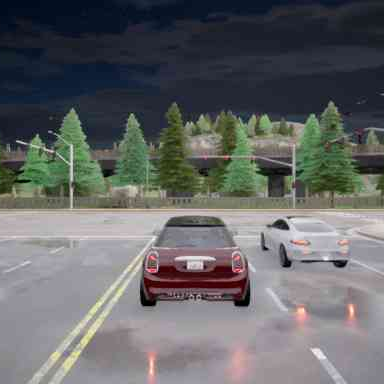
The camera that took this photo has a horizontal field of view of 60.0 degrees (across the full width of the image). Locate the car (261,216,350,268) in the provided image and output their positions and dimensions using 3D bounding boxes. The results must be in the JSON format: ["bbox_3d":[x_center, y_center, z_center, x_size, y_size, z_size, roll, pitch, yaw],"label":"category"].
[{"bbox_3d":[3.594,1.526,11.205,1.812,1.442,4.674,0,0,0],"label":"car"}]

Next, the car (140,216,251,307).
[{"bbox_3d":[0.077,1.352,8.157,2.097,1.767,4.553,0,0,1],"label":"car"}]
